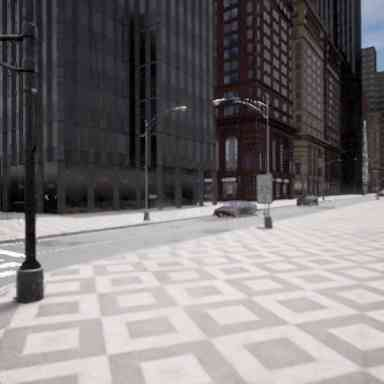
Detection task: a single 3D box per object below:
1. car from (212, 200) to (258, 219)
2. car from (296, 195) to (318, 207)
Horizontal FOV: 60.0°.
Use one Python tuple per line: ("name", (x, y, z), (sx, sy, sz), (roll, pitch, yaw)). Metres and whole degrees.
("car", (3.846, 1.437, 28.778), (2.033, 1.411, 5.357), (-1, 0, 35))
("car", (15.750, 1.173, 45.409), (1.882, 1.535, 5.008), (-1, 0, 35))
